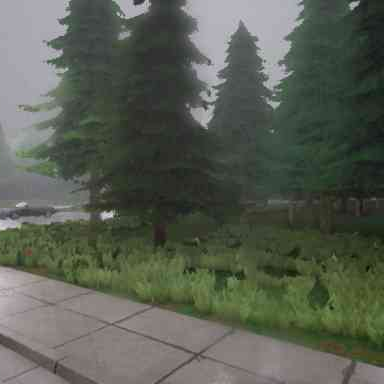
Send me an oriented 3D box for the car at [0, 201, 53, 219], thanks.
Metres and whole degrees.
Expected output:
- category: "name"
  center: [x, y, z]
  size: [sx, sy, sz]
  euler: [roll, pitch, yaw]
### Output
- category: "car"
  center: [-13.750, 1.499, 27.942]
  size: [1.812, 1.442, 4.674]
  euler: [0, 0, 34]
